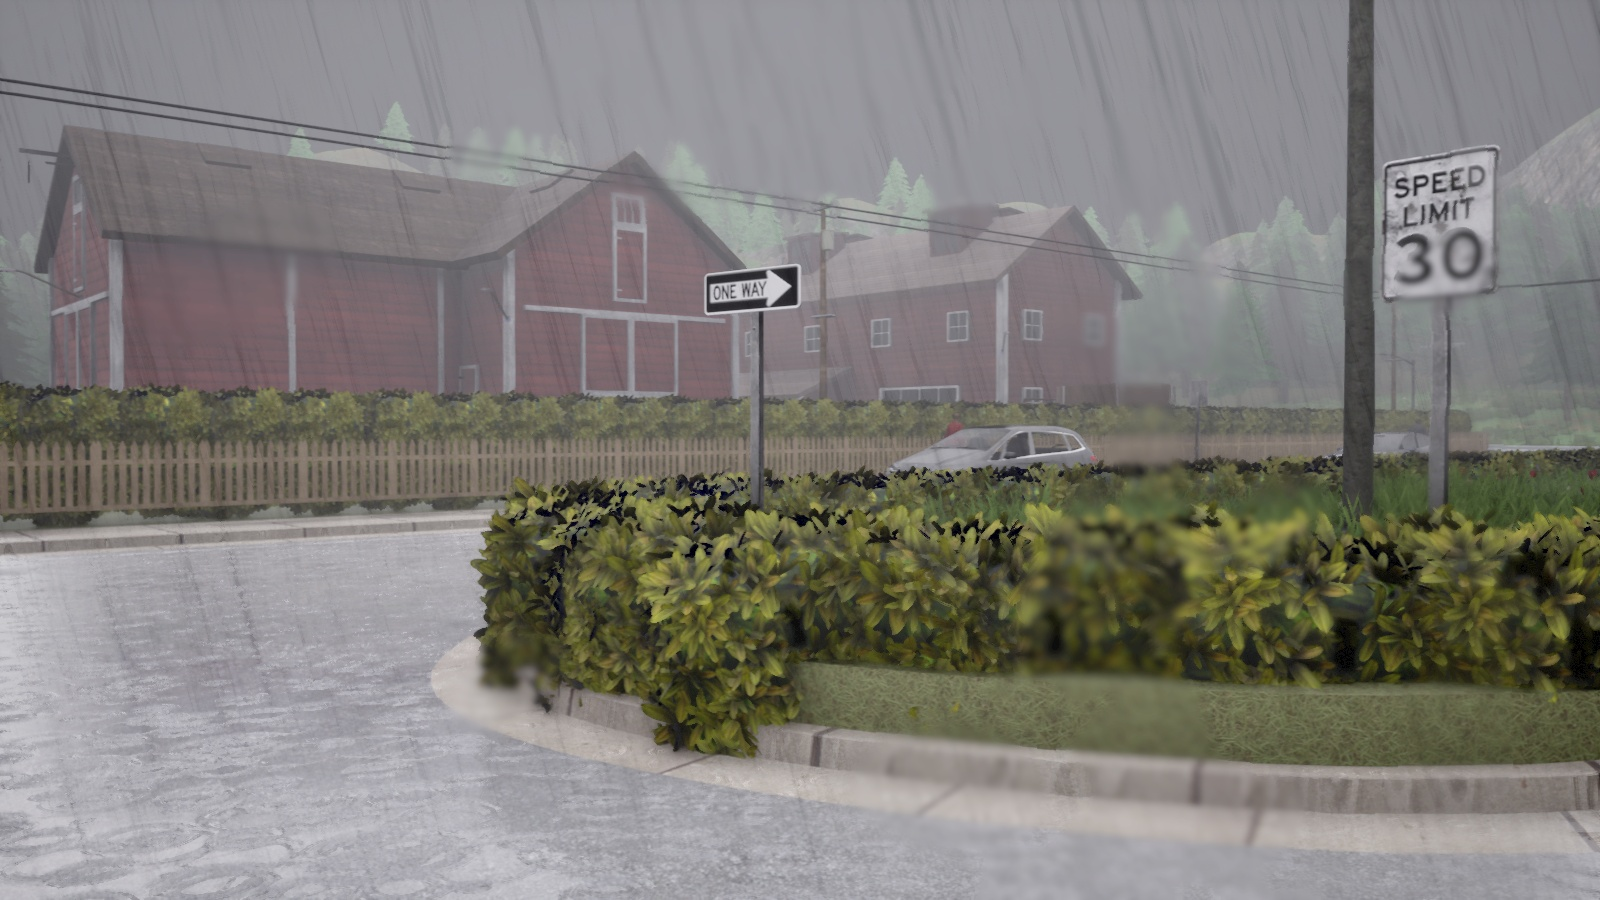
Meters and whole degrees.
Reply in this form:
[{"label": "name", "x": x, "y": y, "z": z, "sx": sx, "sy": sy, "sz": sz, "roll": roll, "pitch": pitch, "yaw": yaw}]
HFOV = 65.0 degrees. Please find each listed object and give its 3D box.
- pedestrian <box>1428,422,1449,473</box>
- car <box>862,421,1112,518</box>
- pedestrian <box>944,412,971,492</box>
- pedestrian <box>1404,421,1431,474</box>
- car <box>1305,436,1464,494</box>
[{"label": "pedestrian", "x": 23.197, "y": -0.109, "z": 45.631, "sx": 0.634, "sy": 1.846, "sz": 0.331, "roll": 0, "pitch": 1, "yaw": -26}, {"label": "car", "x": 3.648, "y": 0.308, "z": 24.091, "sx": 4.611, "sy": 1.667, "sz": 2.242, "roll": 0, "pitch": 1, "yaw": -40}, {"label": "pedestrian", "x": 3.651, "y": 0.039, "z": 29.170, "sx": 0.331, "sy": 1.846, "sz": 0.636, "roll": 1, "pitch": 1, "yaw": 38}, {"label": "pedestrian", "x": 22.141, "y": -0.105, "z": 45.005, "sx": 0.849, "sy": 1.883, "sz": 0.563, "roll": 0, "pitch": 1, "yaw": -40}, {"label": "car", "x": 16.231, "y": 0.368, "z": 34.754, "sx": 4.792, "sy": 1.488, "sz": 2.163, "roll": 0, "pitch": 1, "yaw": -40}]
